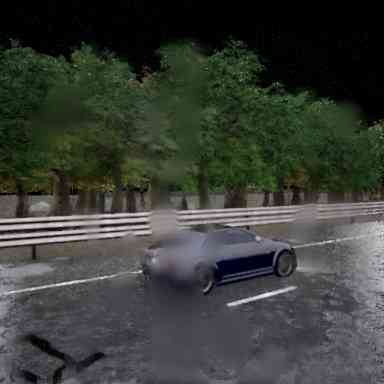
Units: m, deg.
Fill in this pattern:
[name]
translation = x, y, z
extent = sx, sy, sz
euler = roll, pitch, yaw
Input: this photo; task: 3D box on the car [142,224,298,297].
[car]
translation = 0.830, 1.539, 8.644
extent = 4.181, 1.385, 1.994
euler = 0, 0, -36
